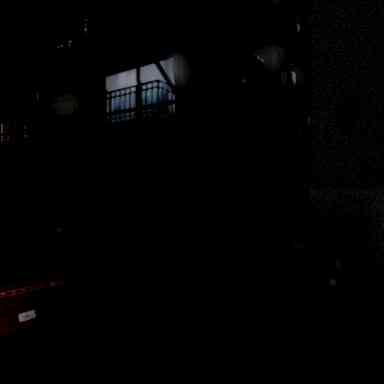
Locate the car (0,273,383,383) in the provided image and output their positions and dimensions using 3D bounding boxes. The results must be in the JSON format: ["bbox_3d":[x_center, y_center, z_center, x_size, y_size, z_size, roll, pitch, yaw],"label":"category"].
[{"bbox_3d":[0.602,1.558,2.444,4.313,1.339,1.947,1,0,35],"label":"car"}]

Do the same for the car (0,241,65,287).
[{"bbox_3d":[-3.998,1.487,5.701,4.507,1.381,1.887,1,0,35],"label":"car"}]
